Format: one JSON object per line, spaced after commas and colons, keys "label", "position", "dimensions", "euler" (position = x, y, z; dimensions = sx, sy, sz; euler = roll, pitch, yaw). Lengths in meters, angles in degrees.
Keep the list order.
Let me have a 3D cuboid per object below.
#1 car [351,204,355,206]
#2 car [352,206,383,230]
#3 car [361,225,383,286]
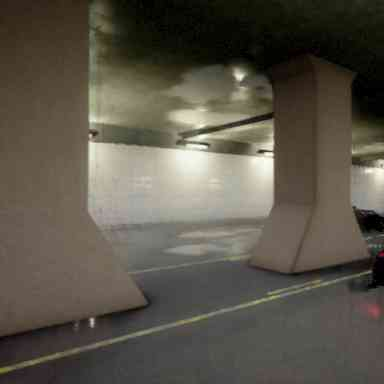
{"label": "car", "position": [10.654, 1.593, 24.482], "dimensions": [4.892, 1.490, 1.837], "euler": [0, 0, -35]}
{"label": "car", "position": [9.381, 1.673, 19.280], "dimensions": [4.718, 1.301, 1.895], "euler": [0, 0, -35]}
{"label": "car", "position": [6.334, 1.602, 8.265], "dimensions": [4.181, 1.385, 1.994], "euler": [0, 0, -35]}
